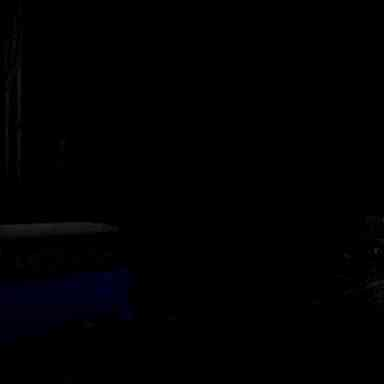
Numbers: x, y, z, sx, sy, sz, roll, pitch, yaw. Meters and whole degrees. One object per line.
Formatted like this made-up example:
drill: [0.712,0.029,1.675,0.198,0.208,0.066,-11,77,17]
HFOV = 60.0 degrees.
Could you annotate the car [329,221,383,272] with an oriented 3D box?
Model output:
car: [6.399,1.656,11.105,4.507,1.381,1.887,1,-1,-36]

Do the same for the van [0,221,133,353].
van: [-2.797,1.344,4.545,3.998,1.788,1.690,1,-1,-36]
